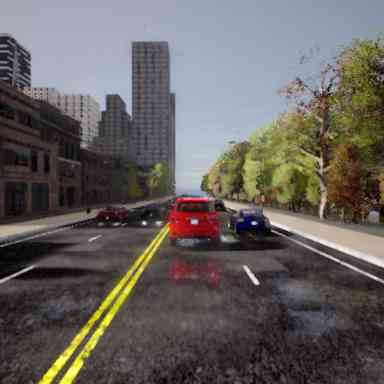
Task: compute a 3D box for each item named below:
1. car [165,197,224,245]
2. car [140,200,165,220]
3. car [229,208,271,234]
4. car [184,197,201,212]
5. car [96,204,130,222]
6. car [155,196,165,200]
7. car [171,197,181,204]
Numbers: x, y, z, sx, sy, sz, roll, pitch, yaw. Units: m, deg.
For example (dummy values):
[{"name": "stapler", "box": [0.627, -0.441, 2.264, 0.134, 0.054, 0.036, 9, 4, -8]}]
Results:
[{"name": "car", "box": [0.098, 1.293, 15.982, 2.150, 2.045, 5.566, 0, 0, 0]}, {"name": "car", "box": [-3.350, 1.690, 29.245, 1.994, 1.385, 4.181, 0, 0, 0]}, {"name": "car", "box": [3.343, 1.651, 19.836, 1.994, 1.385, 4.181, 0, 0, 0]}, {"name": "car", "box": [0.087, 1.532, 42.108, 2.097, 1.767, 4.553, 0, 0, 0]}, {"name": "car", "box": [-6.603, 1.722, 28.126, 1.895, 1.301, 4.718, 0, 0, 0]}, {"name": "car", "box": [-6.524, 1.593, 70.395, 2.097, 1.767, 4.553, 0, 0, 0]}, {"name": "car", "box": [-3.274, 1.738, 70.365, 1.837, 1.490, 4.892, 0, 0, 0]}]
